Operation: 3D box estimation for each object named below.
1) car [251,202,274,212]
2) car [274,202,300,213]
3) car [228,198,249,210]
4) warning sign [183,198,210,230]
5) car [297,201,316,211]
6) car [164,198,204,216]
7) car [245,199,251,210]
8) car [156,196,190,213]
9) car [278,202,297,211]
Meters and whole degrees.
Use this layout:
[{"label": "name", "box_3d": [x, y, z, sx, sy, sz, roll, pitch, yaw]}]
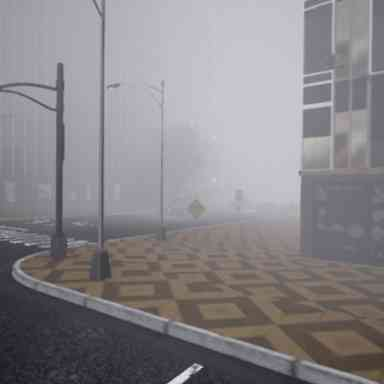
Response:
[{"label": "car", "box_3d": [10.744, 2.157, 48.091, 1.812, 1.442, 4.674, 1, -1, 33]}, {"label": "car", "box_3d": [13.706, 2.226, 46.683, 2.033, 1.411, 5.357, 1, -1, 33]}, {"label": "car", "box_3d": [8.090, 1.967, 56.059, 2.150, 2.045, 5.566, 1, -1, 33]}, {"label": "warning sign", "box_3d": [0.272, 1.323, 20.578, 1.300, 1.860, 1.060, 2, 1, 33]}, {"label": "car", "box_3d": [19.007, 2.352, 55.014, 1.837, 1.490, 4.892, 1, -1, 33]}, {"label": "car", "box_3d": [-0.565, 1.796, 36.779, 1.882, 1.535, 5.008, 1, 0, 33]}, {"label": "car", "box_3d": [10.753, 2.248, 54.200, 1.994, 1.385, 4.181, 1, -1, 33]}, {"label": "car", "box_3d": [-2.062, 1.539, 40.454, 2.150, 2.045, 5.566, 1, 0, 33]}, {"label": "car", "box_3d": [16.273, 2.371, 56.772, 1.994, 1.385, 4.181, 1, -1, 33]}]
